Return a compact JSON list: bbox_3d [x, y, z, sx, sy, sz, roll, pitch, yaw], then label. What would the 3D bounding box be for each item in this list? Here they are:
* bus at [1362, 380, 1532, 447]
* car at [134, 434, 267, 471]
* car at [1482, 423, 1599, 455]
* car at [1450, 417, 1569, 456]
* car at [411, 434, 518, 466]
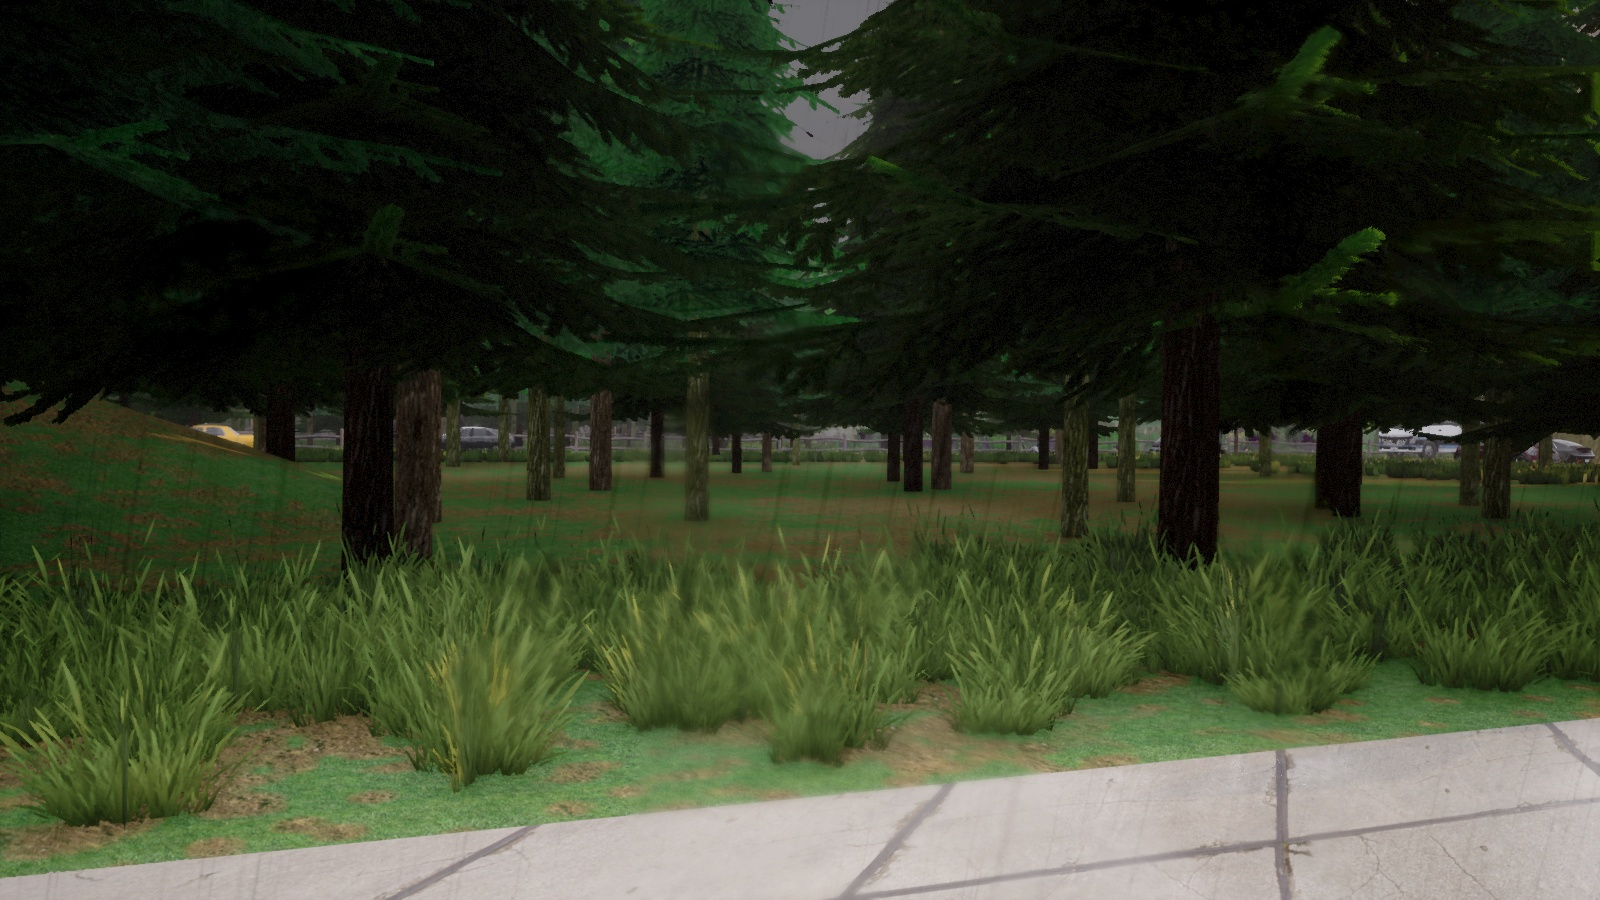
[{"bbox_3d":[42.684,-2.396,82.883,10.273,4.253,3.944,-1,1,-19],"label":"bus"},{"bbox_3d":[-27.284,0.097,57.358,5.366,1.575,1.801,-1,1,-22],"label":"car"},{"bbox_3d":[36.106,-0.557,61.284,1.837,1.490,4.892,-1,1,-22],"label":"car"},{"bbox_3d":[33.241,-0.636,59.011,2.097,1.767,4.553,-1,1,-22],"label":"car"},{"bbox_3d":[-16.442,-0.019,61.545,4.892,1.490,1.837,-1,1,-21],"label":"car"}]
